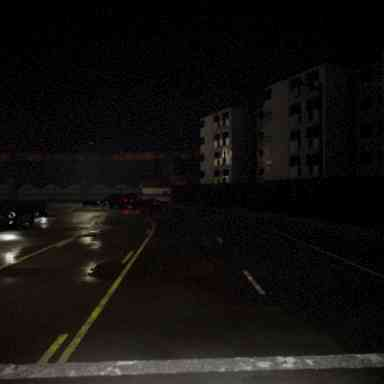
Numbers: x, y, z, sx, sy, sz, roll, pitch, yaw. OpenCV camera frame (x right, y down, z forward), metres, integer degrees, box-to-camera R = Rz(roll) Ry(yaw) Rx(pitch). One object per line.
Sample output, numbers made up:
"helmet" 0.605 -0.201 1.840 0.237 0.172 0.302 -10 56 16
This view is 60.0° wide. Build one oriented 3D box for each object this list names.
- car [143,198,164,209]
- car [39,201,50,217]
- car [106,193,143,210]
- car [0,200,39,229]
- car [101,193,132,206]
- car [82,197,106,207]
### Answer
"car" -5.734 1.483 44.887 2.033 1.411 5.357 0 0 -34
"car" -14.449 1.533 31.194 2.033 1.411 5.357 0 0 -24
"car" -8.942 1.168 43.405 2.150 2.045 5.566 0 0 -34
"car" -11.697 1.352 21.272 2.097 1.767 4.553 0 0 -10
"car" -12.025 1.156 52.767 5.566 2.045 2.150 0 0 43
"car" -14.871 1.546 50.665 4.718 1.301 1.895 0 0 43
